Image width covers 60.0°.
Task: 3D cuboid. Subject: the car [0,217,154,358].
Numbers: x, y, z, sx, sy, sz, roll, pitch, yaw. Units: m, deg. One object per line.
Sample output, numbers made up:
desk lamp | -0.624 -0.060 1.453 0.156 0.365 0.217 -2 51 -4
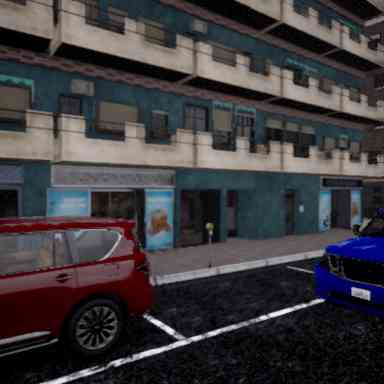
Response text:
car | -2.919 1.316 4.490 5.009 1.841 2.192 0 -1 -35

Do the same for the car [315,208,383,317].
car | 4.928 1.277 6.882 5.566 2.045 2.150 0 0 -35
